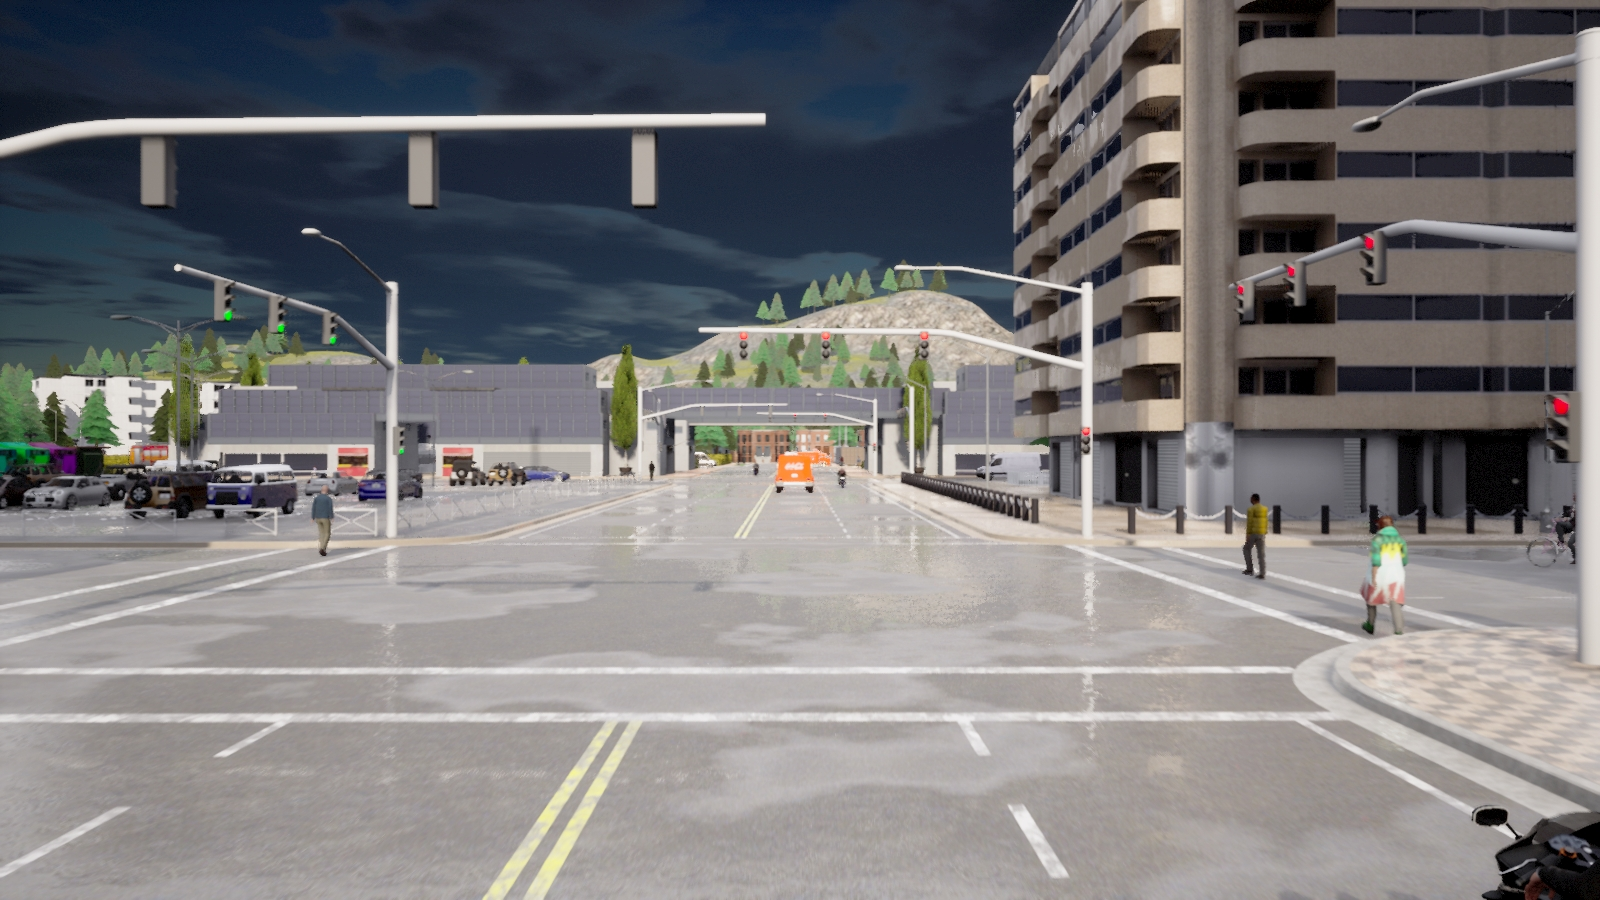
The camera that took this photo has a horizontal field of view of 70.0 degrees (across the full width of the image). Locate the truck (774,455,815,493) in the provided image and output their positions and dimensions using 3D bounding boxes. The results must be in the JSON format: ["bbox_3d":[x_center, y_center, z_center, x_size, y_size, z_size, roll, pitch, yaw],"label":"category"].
[{"bbox_3d":[-0.363,1.557,77.163,2.627,2.467,5.204,0,0,0],"label":"truck"}]

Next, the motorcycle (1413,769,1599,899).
[{"bbox_3d":[3.471,2.204,4.551,0.867,1.251,2.209,0,0,0],"label":"motorcycle"}]

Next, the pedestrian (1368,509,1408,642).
[{"bbox_3d":[8.442,1.793,16.407,0.375,1.860,0.375,0,0,1],"label":"pedestrian"}]

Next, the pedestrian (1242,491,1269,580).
[{"bbox_3d":[9.601,1.795,24.100,0.375,1.860,0.375,0,0,-14],"label":"pedestrian"}]

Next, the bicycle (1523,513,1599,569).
[{"bbox_3d":[17.782,2.101,26.501,1.835,1.271,0.329,0,0,0],"label":"bicycle"}]

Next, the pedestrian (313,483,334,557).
[{"bbox_3d":[-12.201,1.789,29.252,0.375,1.860,0.375,0,0,7],"label":"pedestrian"}]
